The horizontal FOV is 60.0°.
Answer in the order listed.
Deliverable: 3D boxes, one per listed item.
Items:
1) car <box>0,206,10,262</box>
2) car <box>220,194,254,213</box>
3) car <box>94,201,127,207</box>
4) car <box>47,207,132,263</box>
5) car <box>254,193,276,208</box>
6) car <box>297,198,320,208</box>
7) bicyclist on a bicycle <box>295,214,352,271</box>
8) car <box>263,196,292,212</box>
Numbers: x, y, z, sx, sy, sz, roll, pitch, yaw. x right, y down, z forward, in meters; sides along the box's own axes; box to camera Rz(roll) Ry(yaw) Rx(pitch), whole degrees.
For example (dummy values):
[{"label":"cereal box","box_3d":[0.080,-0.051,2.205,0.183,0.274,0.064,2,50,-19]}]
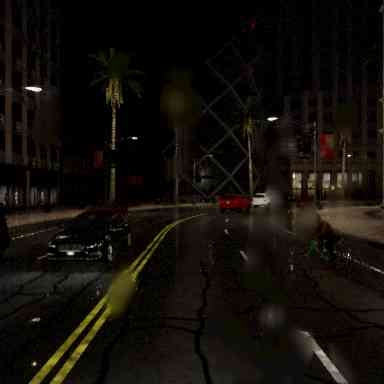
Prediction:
[{"label":"car","box_3d":[-6.998,1.222,8.546,2.150,2.045,5.566,0,0,1]},{"label":"car","box_3d":[4.866,1.221,36.984,2.150,2.045,5.566,0,0,25]},{"label":"car","box_3d":[-6.169,1.478,24.385,1.882,1.535,5.008,0,0,9]},{"label":"car","box_3d":[-3.433,1.504,11.972,1.837,1.490,4.892,0,0,1]},{"label":"car","box_3d":[10.486,1.221,45.966,2.150,2.045,5.566,0,0,42]},{"label":"car","box_3d":[16.555,1.564,46.944,4.181,1.385,1.994,0,0,-43]},{"label":"bicyclist on a bicycle","box_3d":[3.733,1.453,9.489,1.656,1.620,0.582,-2,0,1]},{"label":"car","box_3d":[10.372,1.526,39.617,1.812,1.442,4.674,0,0,31]}]
